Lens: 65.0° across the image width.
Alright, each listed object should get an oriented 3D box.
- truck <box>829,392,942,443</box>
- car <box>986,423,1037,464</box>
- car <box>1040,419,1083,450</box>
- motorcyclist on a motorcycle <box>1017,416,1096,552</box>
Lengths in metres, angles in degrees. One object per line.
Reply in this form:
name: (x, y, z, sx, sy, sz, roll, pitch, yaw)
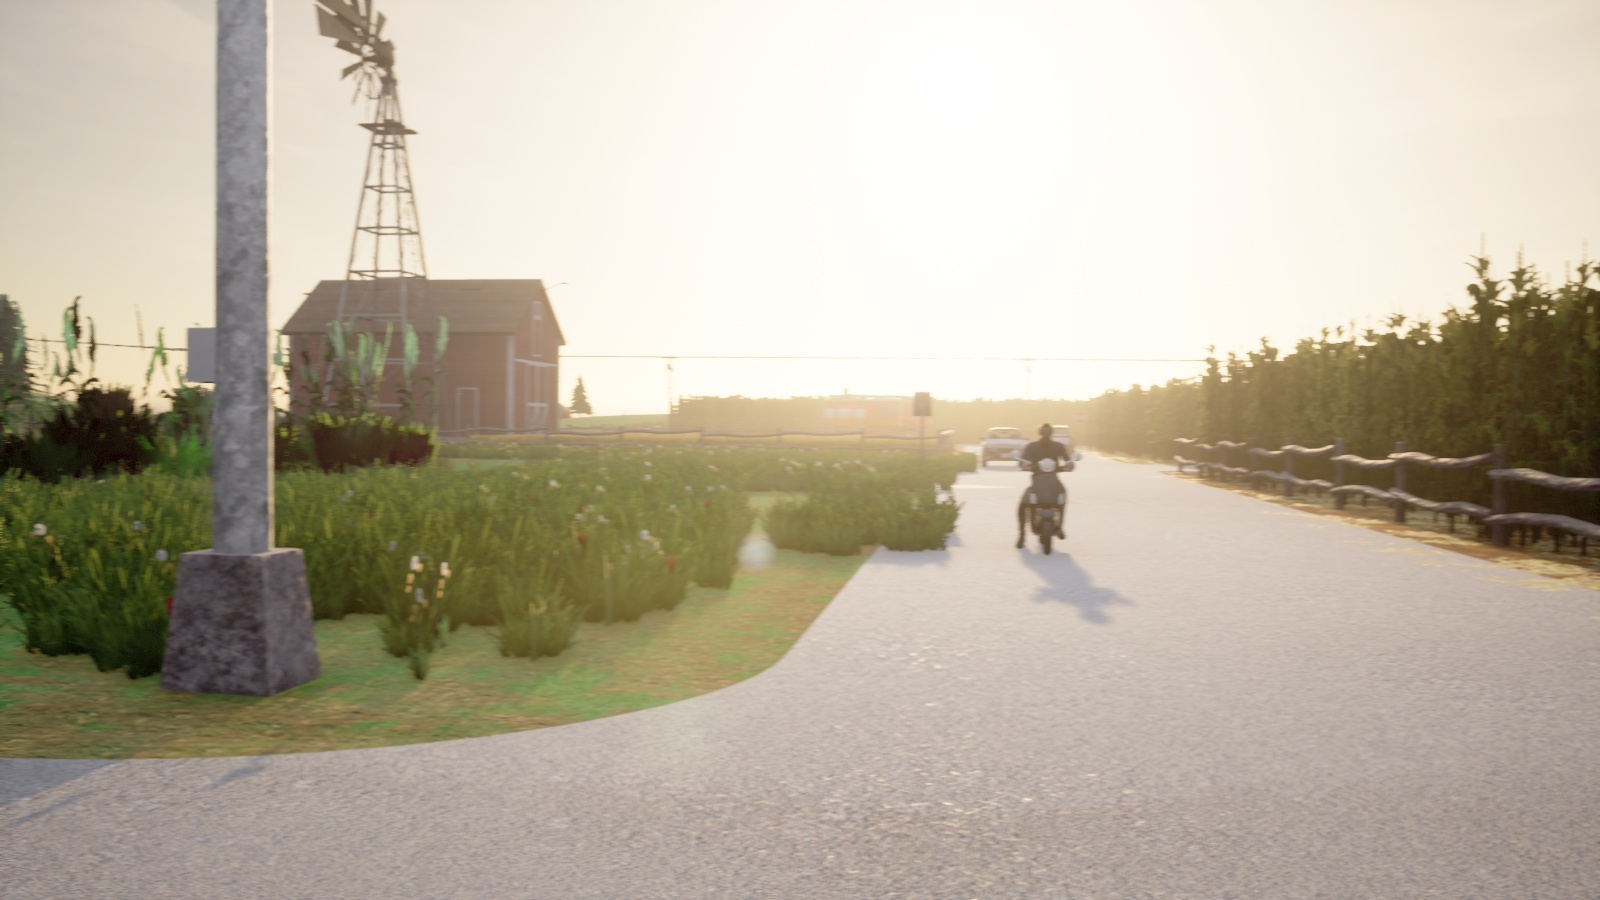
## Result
truck: (6.690, -2.504, 97.915, 8.468, 3.827, 2.891, 0, 1, 9)
car: (7.940, -0.275, 47.444, 1.816, 1.474, 4.193, 0, 1, 9)
car: (14.262, -0.872, 68.679, 2.033, 1.649, 4.856, 0, 1, 9)
motorcyclist on a motorcycle: (3.172, 0.384, 15.686, 0.866, 1.590, 1.817, 0, 1, 9)
